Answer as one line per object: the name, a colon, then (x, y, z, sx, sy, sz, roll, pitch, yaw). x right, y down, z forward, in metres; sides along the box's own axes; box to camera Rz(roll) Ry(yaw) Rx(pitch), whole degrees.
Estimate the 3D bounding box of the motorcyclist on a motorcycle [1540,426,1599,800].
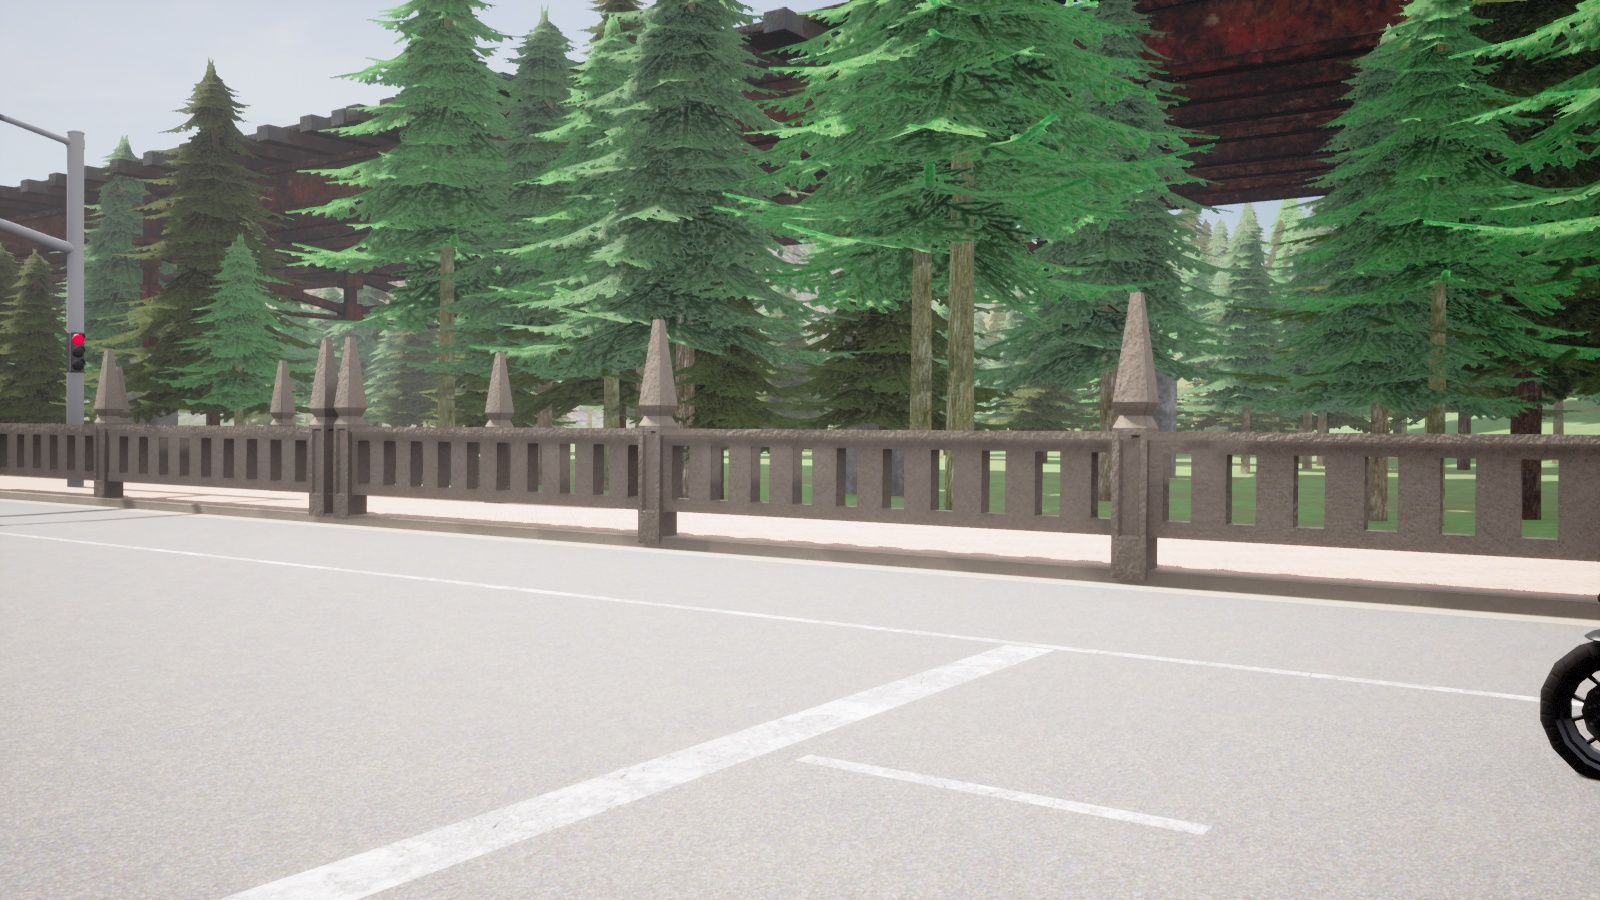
motorcyclist on a motorcycle: (4.247, 0.660, 5.004, 2.191, 1.530, 0.866, 0, 1, 34)
